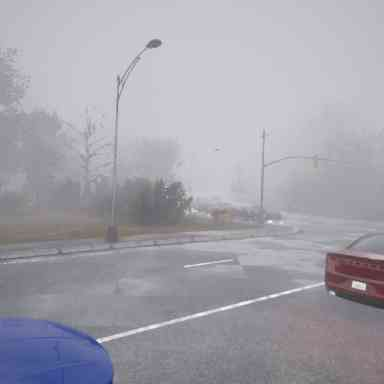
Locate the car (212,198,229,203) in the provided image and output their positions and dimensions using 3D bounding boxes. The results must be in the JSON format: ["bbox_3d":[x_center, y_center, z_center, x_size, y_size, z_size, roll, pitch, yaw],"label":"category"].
[{"bbox_3d":[4.619,2.109,46.501,2.033,1.411,5.357,3,1,-18],"label":"car"}]

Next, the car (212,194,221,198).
[{"bbox_3d":[5.824,1.114,79.177,2.033,1.411,5.357,2,2,-1],"label":"car"}]

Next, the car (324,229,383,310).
[{"bbox_3d":[4.990,1.556,7.347,5.008,1.535,1.882,1,-1,-35],"label":"car"}]

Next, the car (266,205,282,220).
[{"bbox_3d":[8.103,2.219,37.293,1.837,1.490,4.892,3,-1,-21],"label":"car"}]

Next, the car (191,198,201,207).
[{"bbox_3d":[-0.668,1.707,52.369,2.128,1.511,4.902,2,1,-15],"label":"car"}]

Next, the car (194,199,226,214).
[{"bbox_3d":[2.252,2.039,42.812,1.994,1.385,4.181,3,0,-19],"label":"car"}]

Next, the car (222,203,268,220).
[{"bbox_3d":[5.416,2.173,34.616,1.895,1.301,4.718,3,-1,-23],"label":"car"}]

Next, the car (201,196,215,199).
[{"bbox_3d":[1.896,1.735,56.526,1.837,1.490,4.892,2,2,-12],"label":"car"}]

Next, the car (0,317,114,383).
[{"bbox_3d":[-2.864,1.478,1.698,5.008,1.535,1.882,0,0,-36],"label":"car"}]
